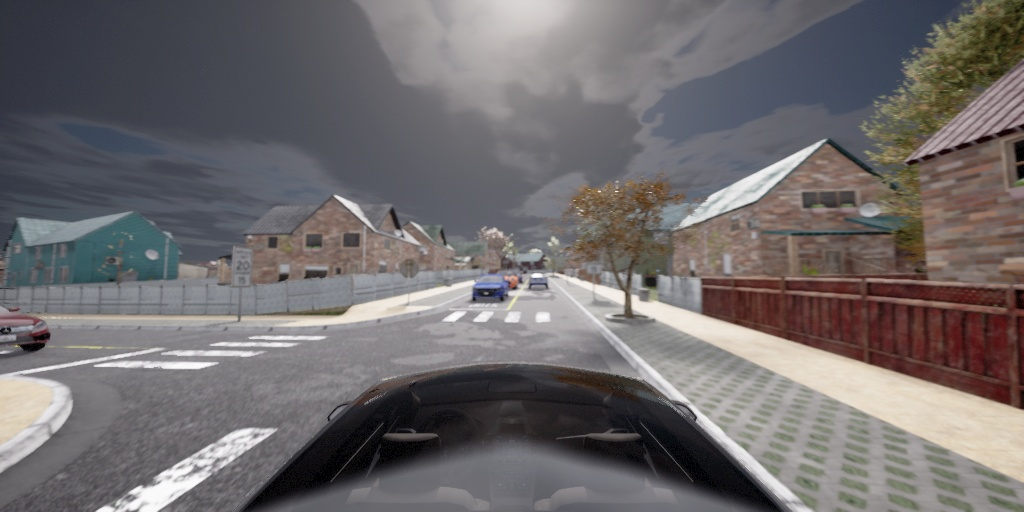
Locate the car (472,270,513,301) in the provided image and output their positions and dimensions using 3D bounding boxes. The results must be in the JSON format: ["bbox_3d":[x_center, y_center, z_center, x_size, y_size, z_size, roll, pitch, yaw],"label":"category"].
[{"bbox_3d":[-1.256,1.877,22.424,1.882,1.535,5.008,0,-2,4],"label":"car"}]

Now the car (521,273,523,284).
[{"bbox_3d":[0.230,2.396,43.486,2.097,1.767,4.553,0,-2,4],"label":"car"}]

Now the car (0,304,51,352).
[{"bbox_3d":[-13.991,1.714,8.801,4.674,1.442,1.812,-2,-4,12],"label":"car"}]

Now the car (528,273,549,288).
[{"bbox_3d":[2.529,2.285,34.272,2.033,1.411,5.357,0,-2,4],"label":"car"}]

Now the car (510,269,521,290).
[{"bbox_3d":[-0.568,2.046,32.253,2.097,1.767,4.553,0,-2,4],"label":"car"}]
